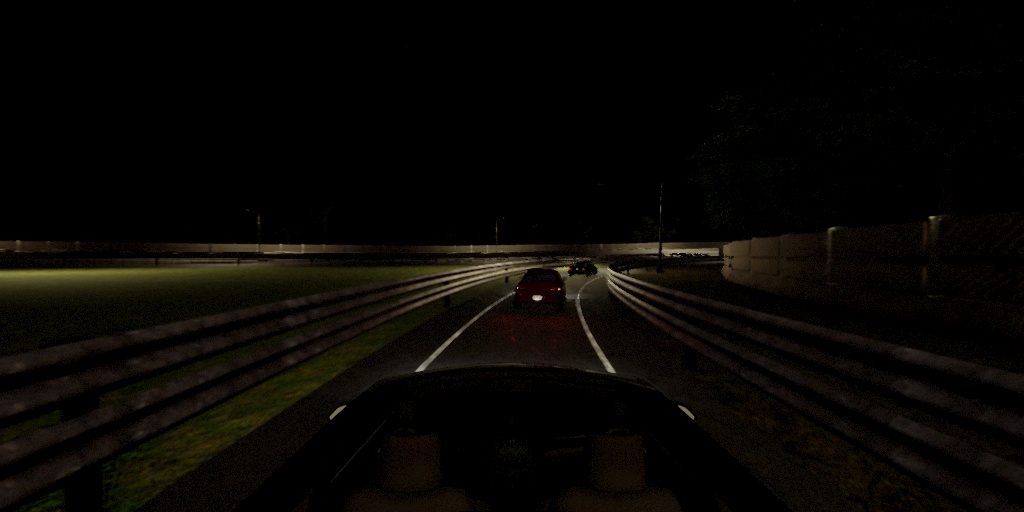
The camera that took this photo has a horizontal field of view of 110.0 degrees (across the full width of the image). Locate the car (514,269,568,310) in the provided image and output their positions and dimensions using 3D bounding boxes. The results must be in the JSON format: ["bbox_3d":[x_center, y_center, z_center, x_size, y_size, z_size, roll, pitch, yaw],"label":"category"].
[{"bbox_3d":[1.225,1.248,14.492,1.812,1.442,4.674,1,0,9],"label":"car"}]

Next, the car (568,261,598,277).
[{"bbox_3d":[6.813,1.199,34.079,2.033,1.411,5.357,2,1,25],"label":"car"}]
